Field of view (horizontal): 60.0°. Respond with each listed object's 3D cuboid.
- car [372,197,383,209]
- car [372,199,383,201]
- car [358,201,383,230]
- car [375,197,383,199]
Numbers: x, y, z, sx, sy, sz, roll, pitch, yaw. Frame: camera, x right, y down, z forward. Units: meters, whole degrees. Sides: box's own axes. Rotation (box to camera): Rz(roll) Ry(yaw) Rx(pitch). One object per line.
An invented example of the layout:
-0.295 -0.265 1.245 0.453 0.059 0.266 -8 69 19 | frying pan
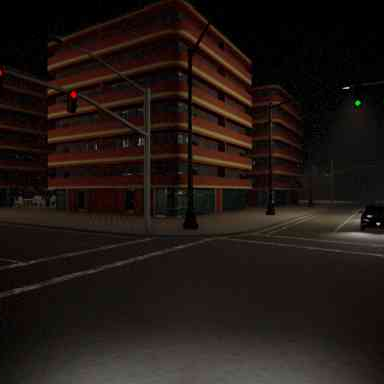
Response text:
26.564 1.468 46.817 2.128 1.511 4.902 0 0 30 | car
16.453 1.562 29.154 1.994 1.385 4.181 0 0 30 | car
11.505 1.513 20.494 1.837 1.490 4.892 0 0 30 | car
21.451 1.479 37.897 2.128 1.511 4.902 0 0 30 | car
